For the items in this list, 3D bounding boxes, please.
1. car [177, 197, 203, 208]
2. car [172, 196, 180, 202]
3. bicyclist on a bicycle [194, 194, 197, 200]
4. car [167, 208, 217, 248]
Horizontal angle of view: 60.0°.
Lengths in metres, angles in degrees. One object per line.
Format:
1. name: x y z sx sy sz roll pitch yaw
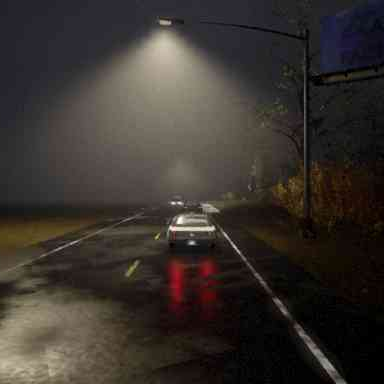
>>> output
1. car: 0.000 1.495 29.650 2.128 1.511 4.902 0 0 0
2. car: -3.500 1.535 75.945 1.895 1.301 4.718 0 0 0
3. bicyclist on a bicycle: 0.962 1.368 95.100 0.659 1.776 1.843 0 0 0
4. car: 0.000 1.616 14.680 1.895 1.301 4.718 0 0 0
